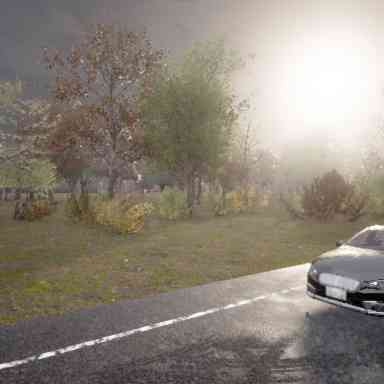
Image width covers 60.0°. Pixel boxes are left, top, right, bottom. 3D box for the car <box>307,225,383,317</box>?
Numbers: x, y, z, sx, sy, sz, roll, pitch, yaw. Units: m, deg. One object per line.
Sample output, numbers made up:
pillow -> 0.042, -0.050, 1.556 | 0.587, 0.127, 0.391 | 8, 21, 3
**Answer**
car -> 4.490, 1.492, 7.197 | 4.902, 1.511, 2.128 | 0, 0, -36
